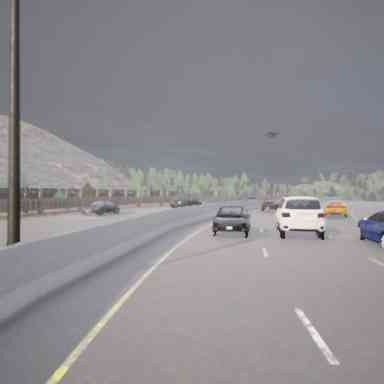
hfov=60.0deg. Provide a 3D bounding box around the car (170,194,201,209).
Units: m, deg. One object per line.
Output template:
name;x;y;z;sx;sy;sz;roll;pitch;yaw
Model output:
car;-0.787;1.240;42.776;2.150;2.045;5.566;0;0;25

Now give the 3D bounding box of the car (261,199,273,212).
car;9.623;1.565;39.766;1.837;1.490;4.892;0;0;25

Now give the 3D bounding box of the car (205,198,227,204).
car;3.208;1.541;42.966;1.837;1.490;4.892;0;0;27

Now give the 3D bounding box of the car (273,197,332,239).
car;5.719;1.255;17.993;2.150;2.045;5.566;0;0;12

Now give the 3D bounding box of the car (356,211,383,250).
car;8.530;1.521;13.994;1.882;1.535;5.008;0;0;10

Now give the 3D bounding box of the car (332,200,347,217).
car;13.936;1.553;32.374;1.882;1.535;5.008;0;0;22

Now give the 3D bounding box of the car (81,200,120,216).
car;-8.698;1.505;32.067;1.812;1.442;4.674;0;0;18

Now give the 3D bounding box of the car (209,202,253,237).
car;2.265;1.511;18.298;2.128;1.511;4.902;0;0;11

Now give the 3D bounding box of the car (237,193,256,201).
car;11.306;1.272;68.700;2.150;2.045;5.566;0;0;36
